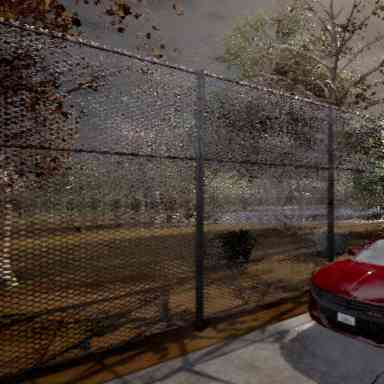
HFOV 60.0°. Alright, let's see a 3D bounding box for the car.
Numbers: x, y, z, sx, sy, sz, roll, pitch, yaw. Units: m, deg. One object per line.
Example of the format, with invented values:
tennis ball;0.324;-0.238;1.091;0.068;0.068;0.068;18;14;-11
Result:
car;4.164;1.478;6.039;5.008;1.535;1.882;0;0;-35
